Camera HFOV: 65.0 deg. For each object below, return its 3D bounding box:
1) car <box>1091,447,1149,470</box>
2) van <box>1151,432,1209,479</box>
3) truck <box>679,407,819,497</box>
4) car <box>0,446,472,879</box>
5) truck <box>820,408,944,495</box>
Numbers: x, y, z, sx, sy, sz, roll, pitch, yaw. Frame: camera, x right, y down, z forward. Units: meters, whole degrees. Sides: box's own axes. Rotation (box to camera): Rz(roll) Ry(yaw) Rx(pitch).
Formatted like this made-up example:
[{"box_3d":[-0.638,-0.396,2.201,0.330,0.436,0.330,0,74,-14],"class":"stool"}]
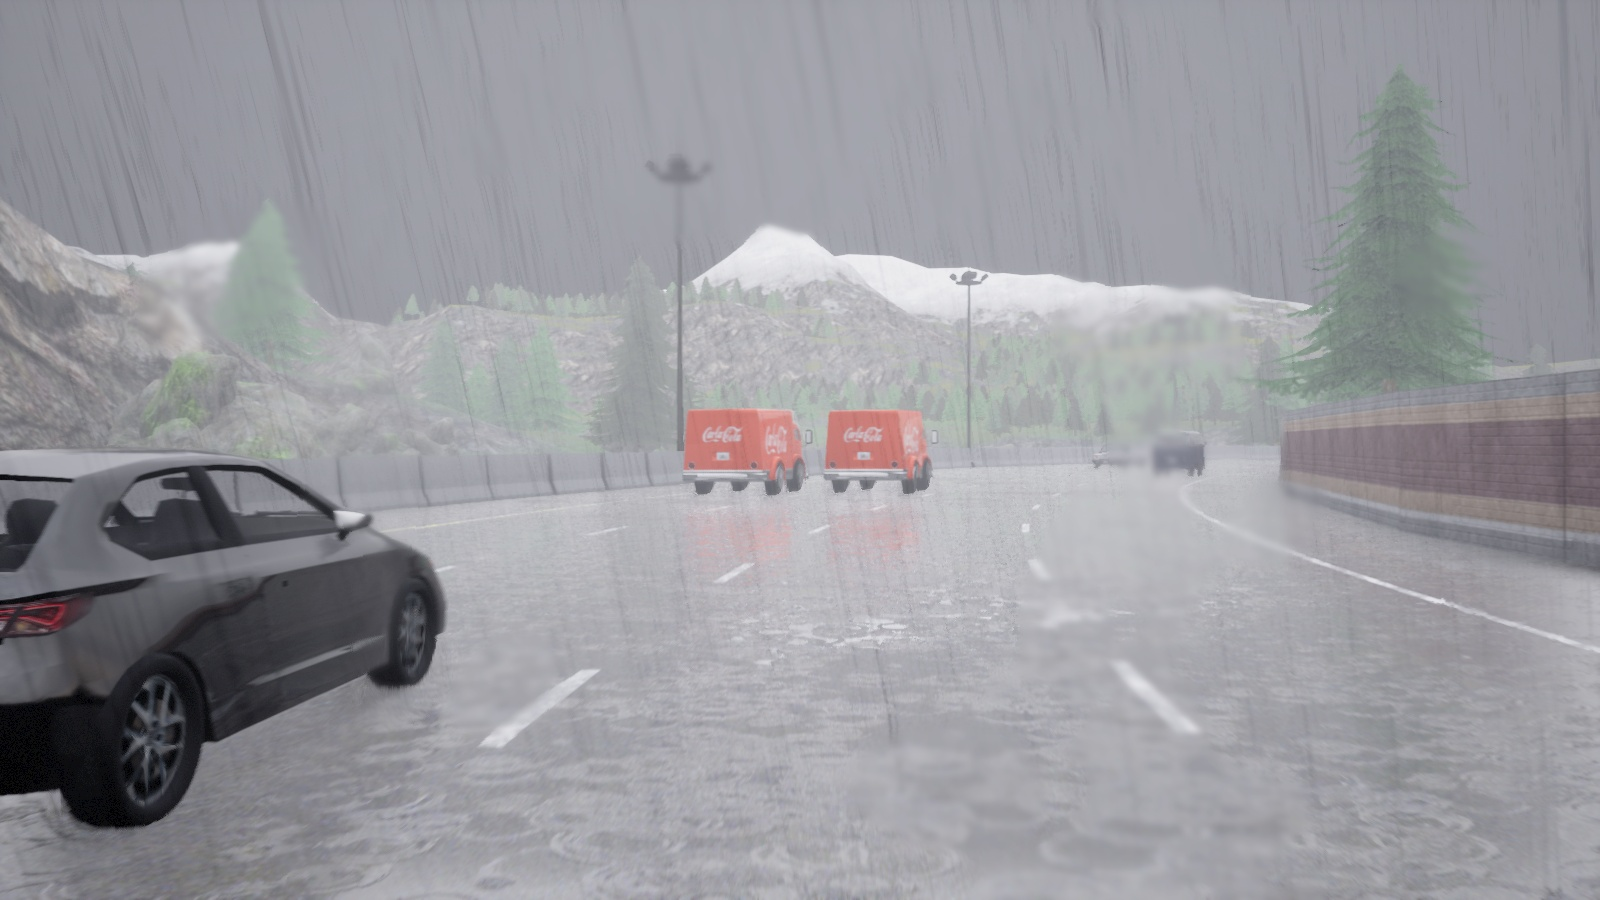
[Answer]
[{"box_3d":[18.589,0.455,72.797,1.895,1.301,4.718,0,0,33],"class":"car"},{"box_3d":[16.742,0.205,55.213,1.775,1.987,4.442,0,0,26],"class":"van"},{"box_3d":[-1.396,0.048,37.295,2.627,2.467,5.204,0,0,16],"class":"truck"},{"box_3d":[-3.249,0.720,6.443,1.816,1.474,4.193,0,0,4],"class":"car"},{"box_3d":[2.605,0.045,38.464,2.627,2.467,5.204,0,0,17],"class":"truck"}]
